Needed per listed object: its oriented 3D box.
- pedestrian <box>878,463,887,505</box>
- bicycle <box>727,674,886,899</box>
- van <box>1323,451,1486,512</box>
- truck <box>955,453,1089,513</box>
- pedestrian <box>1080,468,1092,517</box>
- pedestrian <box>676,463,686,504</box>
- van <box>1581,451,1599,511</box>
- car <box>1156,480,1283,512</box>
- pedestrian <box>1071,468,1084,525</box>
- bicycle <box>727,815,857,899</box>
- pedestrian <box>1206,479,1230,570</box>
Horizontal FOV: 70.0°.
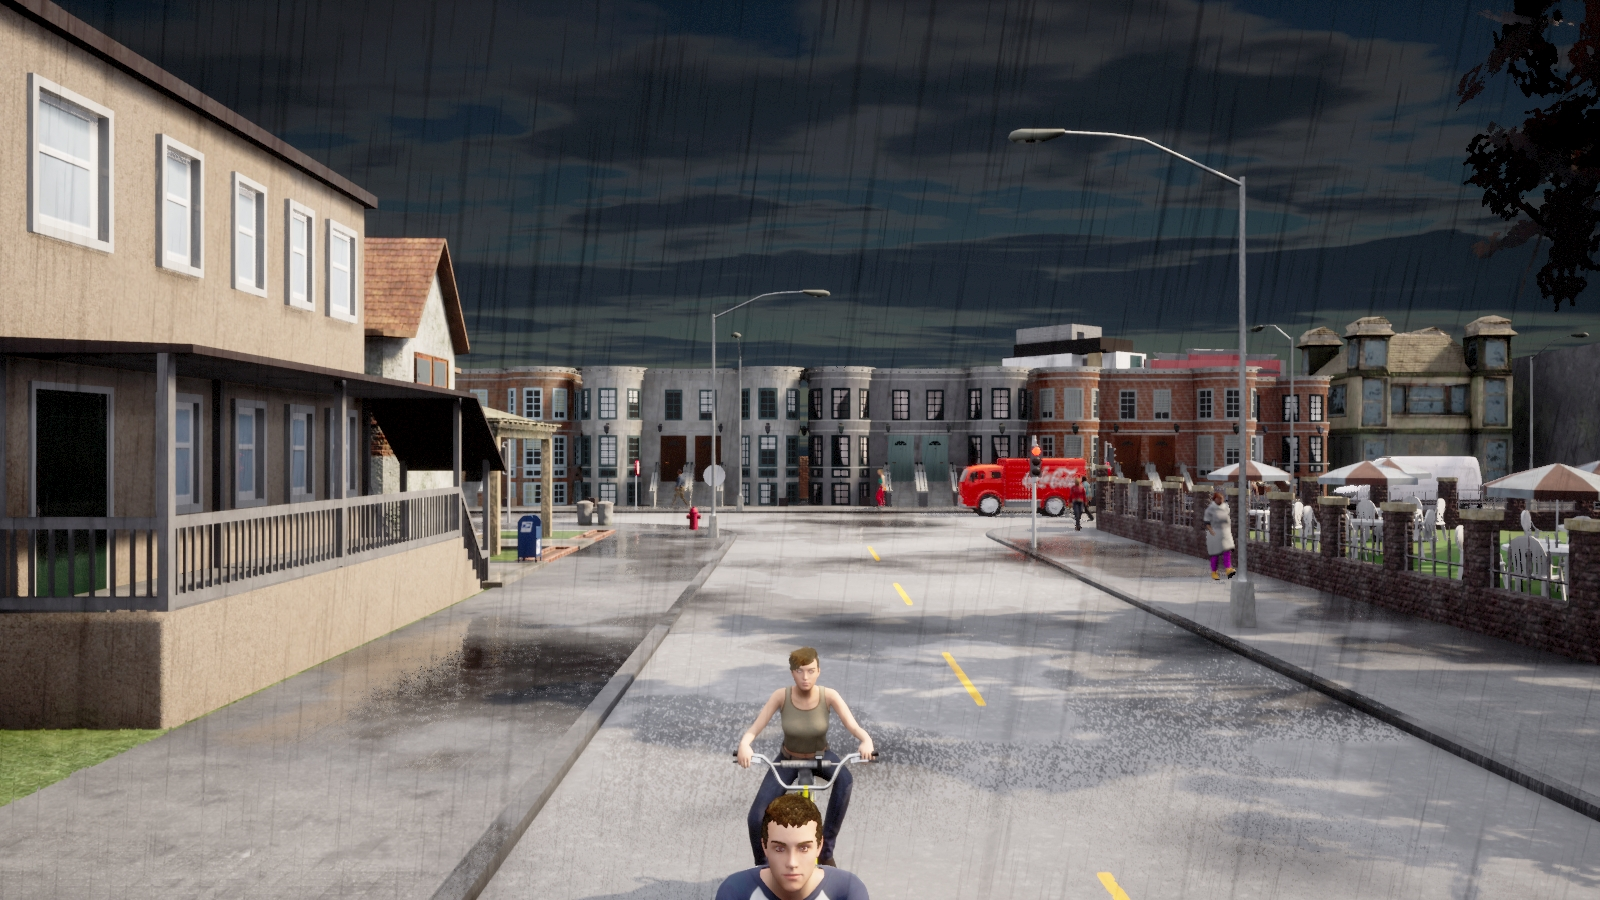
[{"bbox_3d":[3.780,1.546,52.111,0.375,1.860,0.375,0,0,9],"label":"pedestrian"},{"bbox_3d":[0.033,2.040,6.906,0.859,1.080,1.487,0,0,0],"label":"bicycle"},{"bbox_3d":[25.800,1.334,48.888,5.915,2.561,1.988,0,0,0],"label":"van"},{"bbox_3d":[9.415,1.362,48.867,5.204,2.467,2.627,0,0,0],"label":"truck"},{"bbox_3d":[11.122,1.647,44.467,0.375,1.860,0.375,0,0,28],"label":"pedestrian"},{"bbox_3d":[-5.498,1.548,52.746,0.375,1.860,0.375,0,0,8],"label":"pedestrian"},{"bbox_3d":[37.098,1.334,48.900,5.915,2.561,1.988,0,0,1],"label":"van"},{"bbox_3d":[17.900,1.955,48.871,4.718,1.301,1.895,0,0,0],"label":"car"},{"bbox_3d":[9.170,1.532,37.799,0.375,1.860,0.375,0,0,7],"label":"pedestrian"},{"bbox_3d":[-0.022,1.938,3.212,0.373,1.296,1.643,0,0,0],"label":"bicycle"},{"bbox_3d":[8.666,1.533,23.698,0.375,1.860,0.375,0,0,2],"label":"pedestrian"}]
